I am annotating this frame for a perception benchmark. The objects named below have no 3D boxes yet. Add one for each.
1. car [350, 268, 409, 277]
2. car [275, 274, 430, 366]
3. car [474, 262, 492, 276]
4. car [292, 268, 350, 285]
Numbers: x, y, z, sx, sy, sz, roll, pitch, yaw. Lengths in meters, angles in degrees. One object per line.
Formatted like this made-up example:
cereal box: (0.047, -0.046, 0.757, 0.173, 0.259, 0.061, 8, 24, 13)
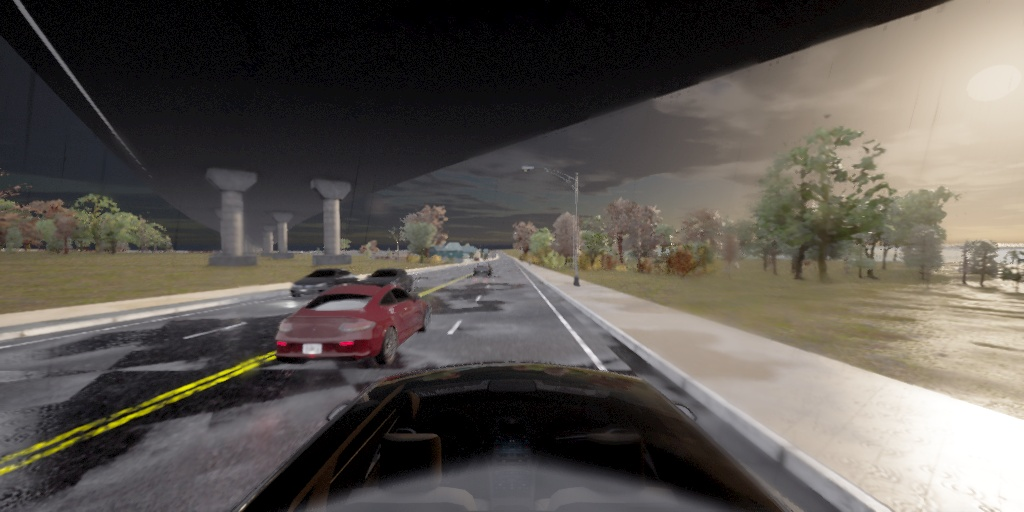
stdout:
car: (-6.595, 1.373, 19.220, 1.812, 1.442, 4.674, 0, 0, 0)
car: (-3.154, 1.311, 7.964, 1.812, 1.442, 4.674, 0, 0, 0)
car: (-3.210, 1.443, 40.299, 2.128, 1.511, 4.902, 0, 0, 0)
car: (-9.843, 1.377, 19.260, 1.812, 1.442, 4.674, 0, 0, 0)
